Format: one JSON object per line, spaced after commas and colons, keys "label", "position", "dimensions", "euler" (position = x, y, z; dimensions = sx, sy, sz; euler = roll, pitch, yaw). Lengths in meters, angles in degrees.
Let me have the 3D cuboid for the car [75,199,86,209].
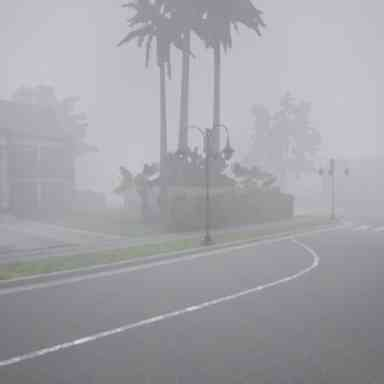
{"label": "car", "position": [-15.398, 1.156, 40.411], "dimensions": [1.932, 1.855, 4.605], "euler": [0, 0, 44]}
